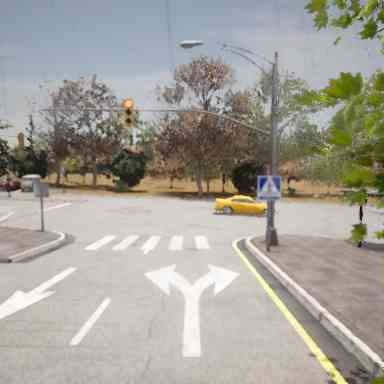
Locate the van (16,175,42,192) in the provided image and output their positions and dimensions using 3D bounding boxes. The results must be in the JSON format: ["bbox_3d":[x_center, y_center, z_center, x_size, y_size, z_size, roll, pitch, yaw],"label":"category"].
[{"bbox_3d":[-20.292,-1.102,41.998,1.878,1.987,4.442,1,5,-14],"label":"van"}]

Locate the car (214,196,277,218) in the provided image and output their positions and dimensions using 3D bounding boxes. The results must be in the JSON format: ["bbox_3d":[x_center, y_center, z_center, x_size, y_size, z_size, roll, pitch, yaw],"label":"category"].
[{"bbox_3d":[4.255,1.101,26.684,5.008,1.535,1.882,4,4,3],"label":"car"}]

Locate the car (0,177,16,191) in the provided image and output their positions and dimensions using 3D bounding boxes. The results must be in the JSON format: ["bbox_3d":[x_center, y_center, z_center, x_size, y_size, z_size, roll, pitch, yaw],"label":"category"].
[{"bbox_3d":[-23.261,-1.128,42.395,2.185,1.767,4.553,0,5,-13],"label":"car"}]
